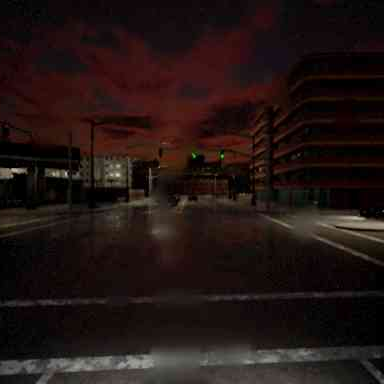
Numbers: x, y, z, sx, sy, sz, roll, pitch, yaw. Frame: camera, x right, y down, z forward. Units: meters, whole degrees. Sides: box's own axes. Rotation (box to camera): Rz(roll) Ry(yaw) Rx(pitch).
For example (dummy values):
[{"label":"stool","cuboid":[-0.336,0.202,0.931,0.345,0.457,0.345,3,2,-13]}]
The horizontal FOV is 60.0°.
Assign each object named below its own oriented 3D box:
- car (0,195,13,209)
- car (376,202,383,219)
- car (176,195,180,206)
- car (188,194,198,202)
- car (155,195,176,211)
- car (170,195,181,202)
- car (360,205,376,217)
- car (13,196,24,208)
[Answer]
[{"label":"car","cuboid":[-23.332,1.158,37.307,4.611,1.667,2.242,0,0,1]},{"label":"car","cuboid":[16.289,1.513,23.923,4.718,1.301,1.895,0,0,-3]},{"label":"car","cuboid":[-3.236,1.177,47.962,2.097,1.767,4.553,0,0,0]},{"label":"car","cuboid":[0.173,1.259,67.431,1.837,1.490,4.892,0,0,-1]},{"label":"car","cuboid":[-3.118,1.363,38.758,1.837,1.490,4.892,0,0,-1]},{"label":"car","cuboid":[-3.325,1.318,67.170,1.994,1.385,4.181,0,0,-1]},{"label":"car","cuboid":[16.203,1.464,27.406,4.181,1.385,1.994,0,0,1]},{"label":"car","cuboid":[-24.052,1.298,43.059,3.806,1.475,1.970,0,0,1]}]
